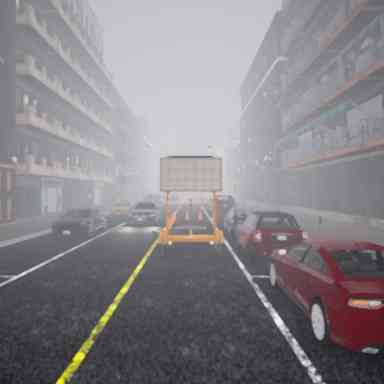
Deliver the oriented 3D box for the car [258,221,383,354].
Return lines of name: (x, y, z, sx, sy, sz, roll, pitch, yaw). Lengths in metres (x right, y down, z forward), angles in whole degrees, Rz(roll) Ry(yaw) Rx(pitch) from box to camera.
car: (2.675, 1.509, 6.152, 1.887, 1.381, 4.507, 0, 0, 0)

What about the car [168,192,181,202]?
car: (-3.222, 0.985, 63.518, 2.097, 1.767, 4.553, 0, 0, 0)

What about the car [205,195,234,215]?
car: (2.607, 1.152, 28.696, 2.192, 1.841, 5.009, 0, 0, 0)

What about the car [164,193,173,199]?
car: (-5.945, 0.943, 85.037, 1.967, 1.590, 4.097, 0, 0, 0)

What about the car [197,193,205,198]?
car: (2.418, 1.012, 90.696, 1.887, 1.381, 4.507, 0, 0, 0)

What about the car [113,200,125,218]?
car: (-5.774, 1.365, 28.505, 1.752, 1.417, 4.829, 0, 0, 0)

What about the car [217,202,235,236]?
car: (2.641, 1.452, 17.424, 2.008, 1.369, 4.403, 0, 0, 0)

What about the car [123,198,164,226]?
car: (-3.166, 1.398, 22.672, 1.812, 1.442, 4.674, 0, 0, 0)

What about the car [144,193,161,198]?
car: (-5.826, 1.179, 45.584, 1.967, 1.590, 4.097, 0, 0, 0)

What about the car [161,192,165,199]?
car: (-5.842, 1.021, 51.220, 2.192, 1.841, 5.009, 0, 0, 0)

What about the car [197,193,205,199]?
car: (2.452, 1.060, 79.593, 1.752, 1.417, 4.829, 0, 0, 0)

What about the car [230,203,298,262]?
car: (2.657, 1.373, 11.788, 1.967, 1.590, 4.097, 0, 0, 0)

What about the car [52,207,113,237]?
car: (-5.741, 1.469, 17.402, 1.947, 1.339, 4.313, 0, 0, 0)

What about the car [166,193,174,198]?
car: (-5.962, 1.013, 90.675, 1.887, 1.381, 4.507, 0, 0, 0)

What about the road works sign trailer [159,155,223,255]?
road works sign trailer: (-0.038, 0.392, 12.907, 2.380, 3.560, 2.880, 0, 0, 0)
